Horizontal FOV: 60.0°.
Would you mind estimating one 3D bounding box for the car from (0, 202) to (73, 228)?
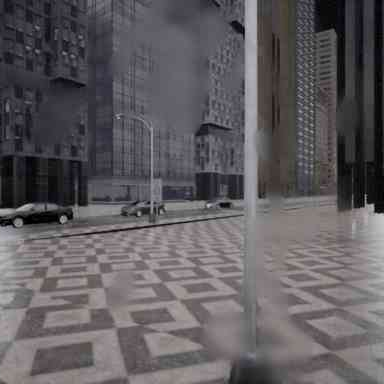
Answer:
[{"bbox_3d":[-10.415,1.458,22.193,1.882,1.535,5.008,0,0,36],"label":"car"}]

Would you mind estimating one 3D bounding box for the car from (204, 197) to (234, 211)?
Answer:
[{"bbox_3d":[3.399,1.437,41.080,2.128,1.511,4.902,0,1,37],"label":"car"}]

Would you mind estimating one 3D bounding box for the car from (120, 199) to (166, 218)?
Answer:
[{"bbox_3d":[-4.408,1.471,30.425,1.837,1.490,4.892,0,0,36],"label":"car"}]
